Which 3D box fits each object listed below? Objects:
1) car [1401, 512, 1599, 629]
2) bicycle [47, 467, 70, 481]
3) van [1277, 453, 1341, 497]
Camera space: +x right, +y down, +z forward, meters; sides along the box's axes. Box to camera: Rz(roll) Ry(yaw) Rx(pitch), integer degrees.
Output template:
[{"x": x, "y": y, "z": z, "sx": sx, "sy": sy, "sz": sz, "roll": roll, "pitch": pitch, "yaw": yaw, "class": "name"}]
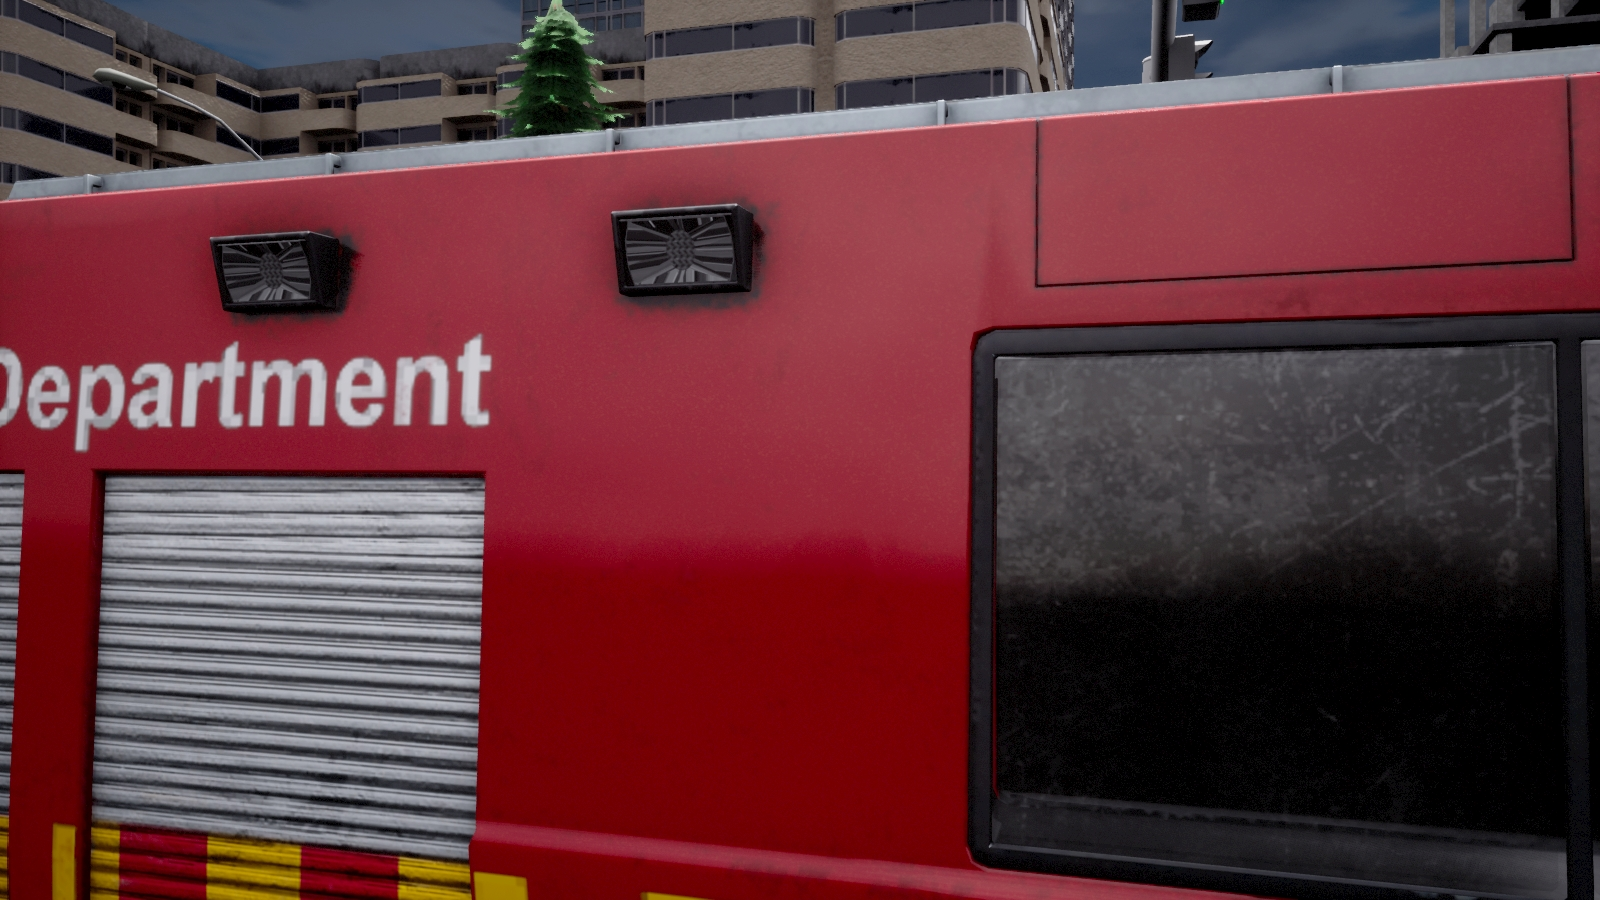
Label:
[{"x": 12.484, "y": 2.037, "z": 20.491, "sx": 2.038, "sy": 1.542, "sz": 4.974, "roll": 0, "pitch": 0, "yaw": 16, "class": "car"}, {"x": -65.142, "y": 2.102, "z": 100.377, "sx": 1.487, "sy": 1.276, "sz": 0.859, "roll": 0, "pitch": 0, "yaw": 15, "class": "bicycle"}, {"x": 31.449, "y": 1.508, "z": 70.466, "sx": 1.988, "sy": 2.561, "sz": 5.915, "roll": -1, "pitch": 0, "yaw": 40, "class": "van"}]
